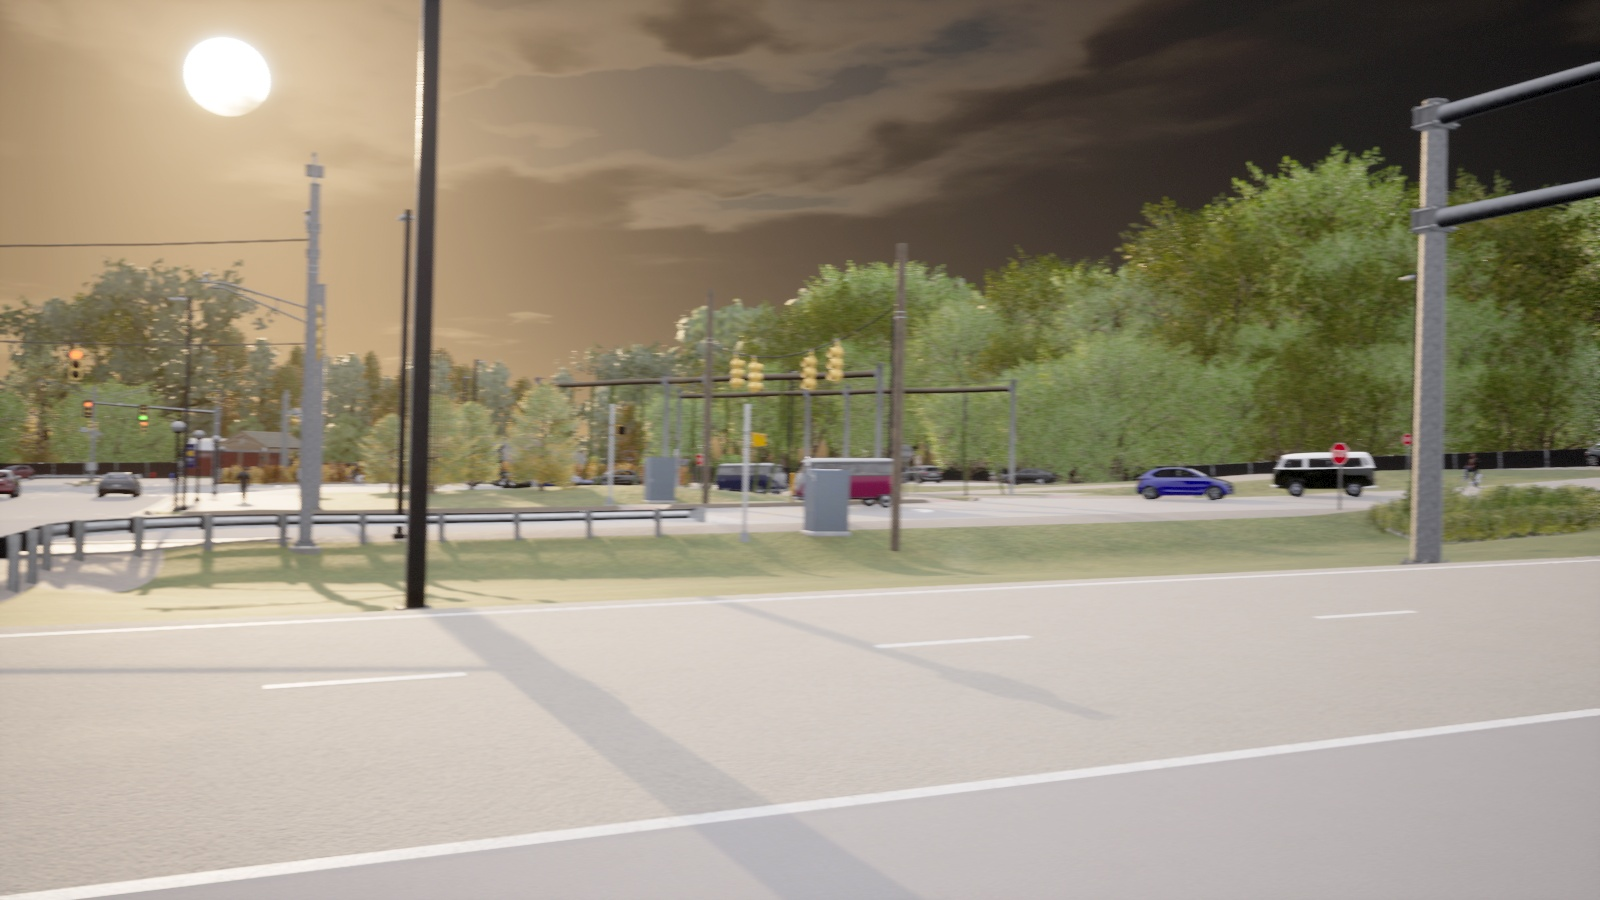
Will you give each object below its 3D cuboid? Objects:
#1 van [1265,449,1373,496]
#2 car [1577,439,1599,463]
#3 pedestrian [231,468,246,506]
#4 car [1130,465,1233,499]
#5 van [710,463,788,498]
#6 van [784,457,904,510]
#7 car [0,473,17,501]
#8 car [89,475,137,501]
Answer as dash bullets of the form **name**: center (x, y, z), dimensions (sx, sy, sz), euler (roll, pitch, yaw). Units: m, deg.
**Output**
- **van**: center (23.914, 1.027, 58.018), dimensions (4.480, 2.038, 2.069), euler (-1, 0, 21)
- **car**: center (52.561, 0.007, 80.824), dimensions (1.970, 1.475, 3.806), euler (-1, -2, -36)
- **pedestrian**: center (-28.085, 1.846, 62.796), dimensions (0.563, 1.883, 0.849), euler (1, -1, -28)
- **car**: center (17.091, 1.430, 56.286), dimensions (4.193, 1.474, 1.816), euler (-1, 0, 24)
- **van**: center (-2.968, 1.768, 72.326), dimensions (4.442, 1.987, 1.775), euler (-1, -2, 39)
- **van**: center (1.757, 1.297, 49.837), dimensions (4.442, 1.987, 1.775), euler (0, 0, -24)
- **car**: center (-43.133, 1.954, 67.022), dimensions (1.970, 1.475, 3.806), euler (1, -1, -28)
- **car**: center (-37.837, 2.081, 69.260), dimensions (1.994, 1.385, 4.181), euler (0, -1, -24)
